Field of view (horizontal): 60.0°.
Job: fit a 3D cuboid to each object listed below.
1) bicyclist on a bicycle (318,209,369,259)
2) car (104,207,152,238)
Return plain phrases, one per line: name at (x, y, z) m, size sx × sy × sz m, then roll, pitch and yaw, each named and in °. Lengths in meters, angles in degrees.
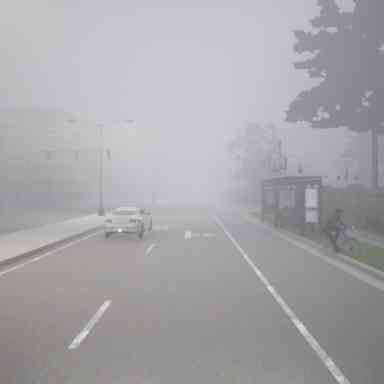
bicyclist on a bicycle at (4.808, 1.395, 11.045) m, size 0.582 × 1.620 × 1.656 m, roll 1°, pitch -8°, yaw -30°
car at (-3.250, 1.498, 17.383) m, size 1.812 × 1.442 × 4.674 m, roll 0°, pitch 0°, yaw 0°
